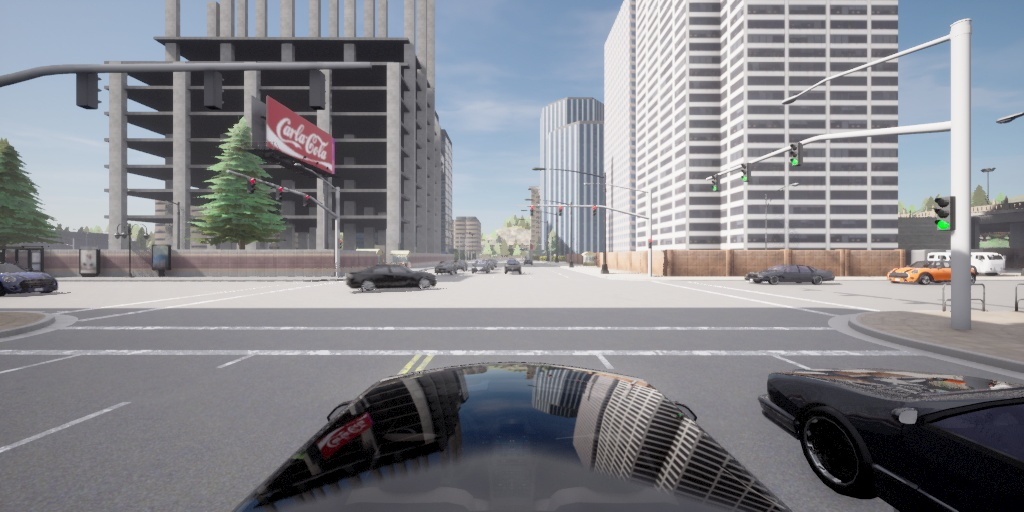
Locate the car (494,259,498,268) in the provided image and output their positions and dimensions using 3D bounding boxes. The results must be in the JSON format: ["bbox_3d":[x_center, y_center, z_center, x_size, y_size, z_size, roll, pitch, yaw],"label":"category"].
[{"bbox_3d":[-3.573,1.241,51.816,2.128,1.511,4.902,0,0,0],"label":"car"}]

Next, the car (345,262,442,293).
[{"bbox_3d":[-6.934,1.227,20.809,5.008,1.535,1.882,0,1,-28],"label":"car"}]

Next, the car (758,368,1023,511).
[{"bbox_3d":[3.597,1.297,1.411,2.033,1.411,5.357,0,0,0],"label":"car"}]

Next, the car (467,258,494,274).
[{"bbox_3d":[-3.580,1.241,41.749,2.128,1.511,4.902,0,0,0],"label":"car"}]

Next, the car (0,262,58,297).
[{"bbox_3d":[-26.048,1.101,18.038,4.553,1.767,2.097,0,0,0],"label":"car"}]

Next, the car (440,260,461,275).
[{"bbox_3d":[-7.081,1.255,38.750,1.837,1.490,4.892,0,0,0],"label":"car"}]

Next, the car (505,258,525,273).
[{"bbox_3d":[0.101,1.241,42.266,2.128,1.511,4.902,0,0,0],"label":"car"}]

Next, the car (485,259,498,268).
[{"bbox_3d":[-3.540,1.255,62.201,1.837,1.490,4.892,0,0,0],"label":"car"}]

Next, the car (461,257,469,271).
[{"bbox_3d":[-7.075,1.255,48.163,1.837,1.490,4.892,0,0,0],"label":"car"}]

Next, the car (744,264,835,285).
[{"bbox_3d":[19.648,1.297,25.457,5.357,1.411,2.033,0,0,0],"label":"car"}]

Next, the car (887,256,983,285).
[{"bbox_3d":[29.657,1.102,25.477,4.553,1.767,2.097,0,0,1],"label":"car"}]
